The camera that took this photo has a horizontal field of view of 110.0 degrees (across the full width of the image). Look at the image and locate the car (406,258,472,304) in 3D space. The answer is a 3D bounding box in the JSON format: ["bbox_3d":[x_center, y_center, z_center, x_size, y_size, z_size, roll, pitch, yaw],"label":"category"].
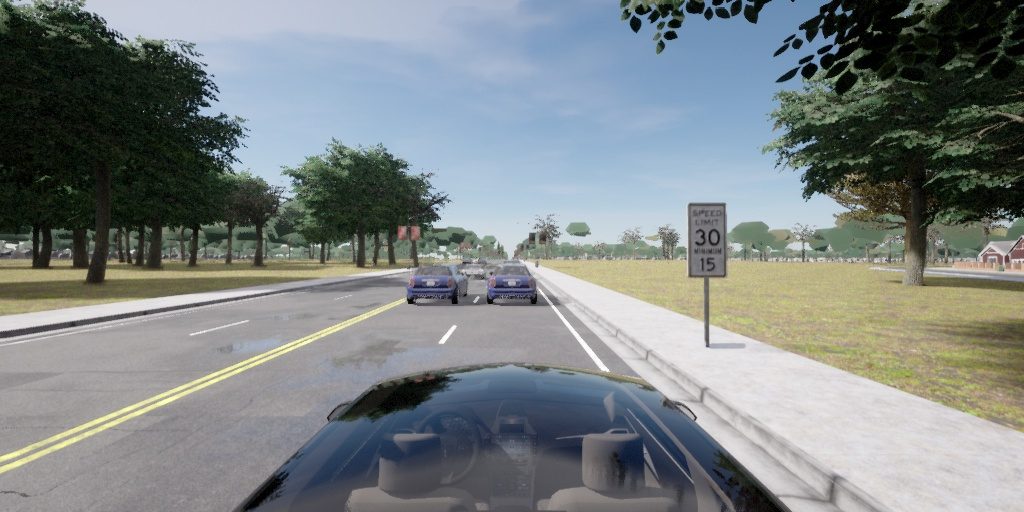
[{"bbox_3d":[-3.250,1.117,16.472,2.097,1.767,4.553,0,0,0],"label":"car"}]

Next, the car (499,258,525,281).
[{"bbox_3d":[0.000,1.113,31.473,2.097,1.767,4.553,0,0,0],"label":"car"}]

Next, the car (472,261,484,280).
[{"bbox_3d":[-3.250,1.363,31.533,1.895,1.301,4.718,0,0,0],"label":"car"}]

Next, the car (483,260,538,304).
[{"bbox_3d":[0.000,1.117,16.472,2.097,1.767,4.553,0,0,0],"label":"car"}]
